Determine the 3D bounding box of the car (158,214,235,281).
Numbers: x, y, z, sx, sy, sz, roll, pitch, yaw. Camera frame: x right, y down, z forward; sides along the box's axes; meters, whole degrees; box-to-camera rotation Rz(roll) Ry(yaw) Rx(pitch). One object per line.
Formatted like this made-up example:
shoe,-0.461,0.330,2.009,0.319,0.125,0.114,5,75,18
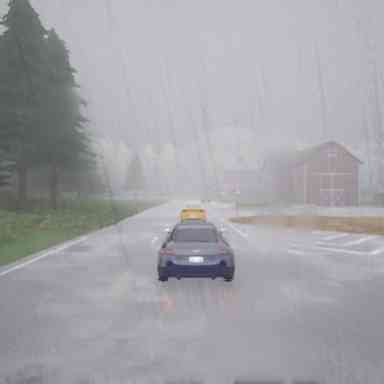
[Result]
car,0.098,1.576,9.938,1.994,1.385,4.181,0,0,0

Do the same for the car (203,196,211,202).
car,2.963,1.534,70.594,1.816,1.474,4.193,-6,0,-2

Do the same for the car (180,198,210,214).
car,0.097,1.506,25.382,1.882,1.535,5.008,0,0,0
